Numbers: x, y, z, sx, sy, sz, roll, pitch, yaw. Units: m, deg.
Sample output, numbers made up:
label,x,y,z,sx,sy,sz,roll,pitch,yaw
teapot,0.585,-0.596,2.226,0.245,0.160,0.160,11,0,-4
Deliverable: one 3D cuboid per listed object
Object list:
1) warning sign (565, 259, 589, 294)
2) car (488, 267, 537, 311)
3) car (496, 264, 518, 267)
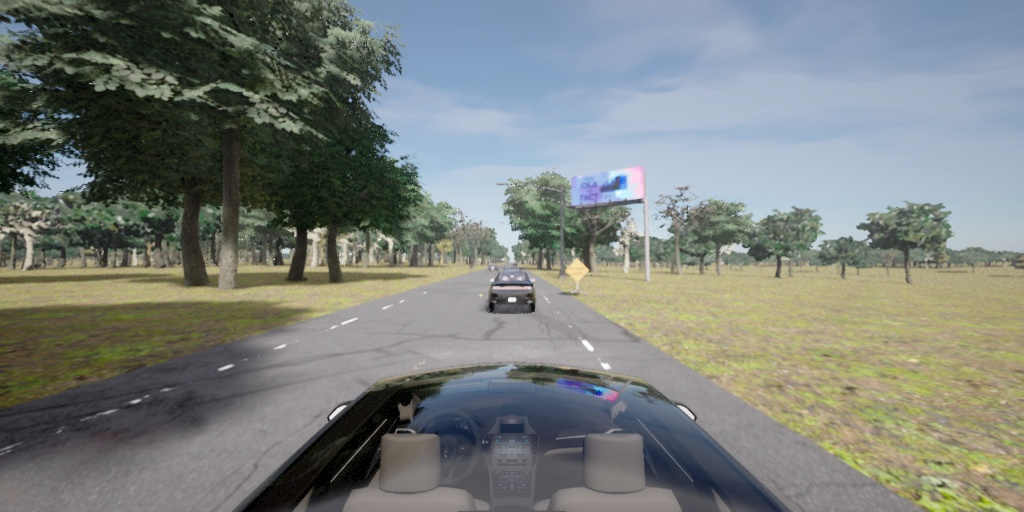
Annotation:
label,x,y,z,sx,sy,sz,roll,pitch,yaw
warning sign,3.552,1.063,19.394,1.300,1.860,1.060,0,0,0
car,0.024,1.394,15.363,2.128,1.511,4.902,0,-1,1
car,0.013,1.618,29.404,2.033,1.411,5.357,0,-1,0
